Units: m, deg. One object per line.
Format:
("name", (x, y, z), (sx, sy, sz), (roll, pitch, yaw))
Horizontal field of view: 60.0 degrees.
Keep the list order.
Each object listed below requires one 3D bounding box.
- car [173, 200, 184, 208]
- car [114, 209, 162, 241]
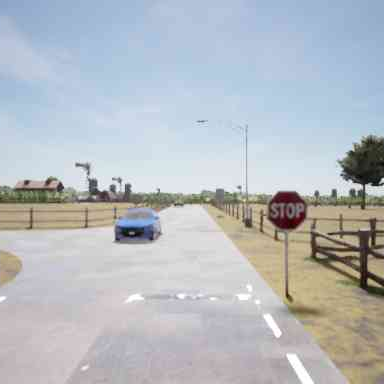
("car", (-2.535, 2.215, 64.065), (1.882, 1.535, 5.008), (0, -1, 0))
("car", (-2.692, 1.634, 17.424), (1.882, 1.535, 5.008), (0, -1, 0))
